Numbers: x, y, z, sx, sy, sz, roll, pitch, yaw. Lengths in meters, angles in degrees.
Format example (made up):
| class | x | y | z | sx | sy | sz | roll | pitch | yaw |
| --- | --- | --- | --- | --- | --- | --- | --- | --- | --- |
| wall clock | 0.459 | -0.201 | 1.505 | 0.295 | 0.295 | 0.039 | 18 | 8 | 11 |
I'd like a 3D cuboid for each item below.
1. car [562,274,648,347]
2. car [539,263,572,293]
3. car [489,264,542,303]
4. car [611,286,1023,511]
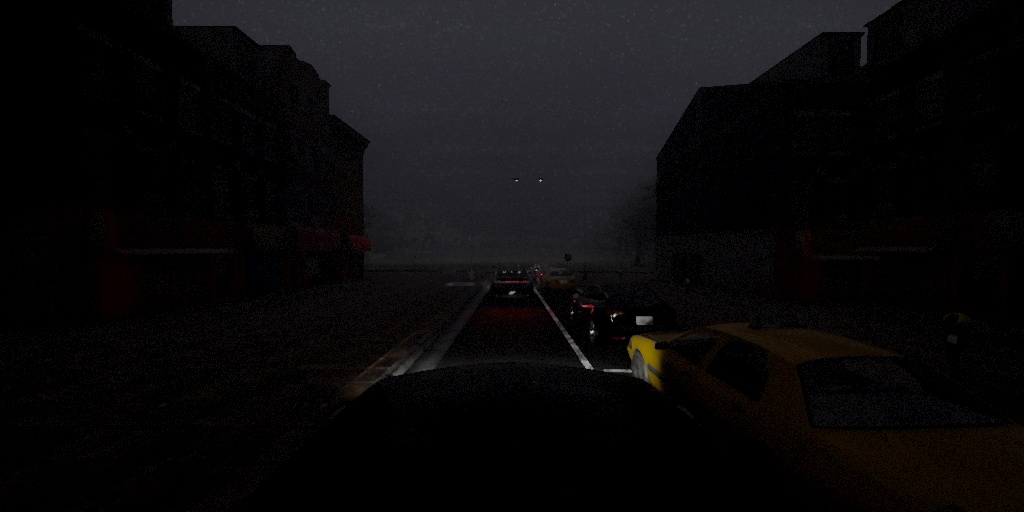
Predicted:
| class | x | y | z | sx | sy | sz | roll | pitch | yaw |
| --- | --- | --- | --- | --- | --- | --- | --- | --- | --- |
| car | 2.637 | 1.311 | 9.161 | 1.948 | 1.339 | 4.313 | 0 | 0 | 0 |
| car | 2.637 | 1.268 | 20.395 | 1.751 | 1.417 | 4.829 | 0 | 0 | 0 |
| car | 0.001 | 1.239 | 16.504 | 2.128 | 1.511 | 4.902 | 0 | 0 | 0 |
| car | 2.637 | 1.273 | 3.799 | 1.751 | 1.417 | 4.829 | 0 | 0 | 0 |
